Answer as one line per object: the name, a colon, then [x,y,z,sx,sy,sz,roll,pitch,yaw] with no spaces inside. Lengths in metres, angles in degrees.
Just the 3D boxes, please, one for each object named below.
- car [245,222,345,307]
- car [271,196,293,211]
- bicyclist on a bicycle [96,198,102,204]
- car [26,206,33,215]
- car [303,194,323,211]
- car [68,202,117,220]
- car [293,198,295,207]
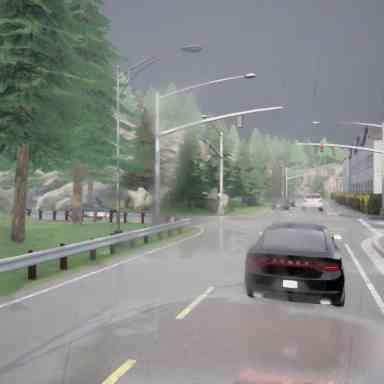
car: [2.603,1.478,8.205,1.882,1.535,5.008,0,0,20]
car: [11.087,1.491,41.551,2.128,1.511,4.902,0,0,20]
bicyclist on a bicycle: [-10.275,1.416,36.595,0.582,1.620,1.656,-2,5,20]
car: [-17.856,1.562,31.920,5.357,1.411,2.033,0,0,21]
car: [14.977,1.221,41.264,2.150,2.045,5.566,0,0,20]
car: [-8.480,1.579,28.429,4.181,1.385,1.994,0,0,20]
car: [14.521,1.352,50.721,2.097,1.767,4.553,0,0,21]
